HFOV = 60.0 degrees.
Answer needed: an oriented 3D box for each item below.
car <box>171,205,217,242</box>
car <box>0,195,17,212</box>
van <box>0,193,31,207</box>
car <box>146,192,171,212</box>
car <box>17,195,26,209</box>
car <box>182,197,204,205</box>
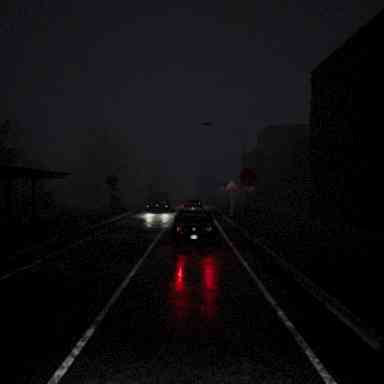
[{"bbox_3d":[0.091,1.525,15.756,1.895,1.301,4.718,0,0,0],"label":"car"},{"bbox_3d":[-21.934,1.341,35.032,5.366,1.575,1.946,0,0,0],"label":"car"},{"bbox_3d":[-22.011,1.099,40.582,4.442,1.987,1.878,0,0,0],"label":"van"},{"bbox_3d":[-3.347,0.970,34.568,2.150,2.045,5.566,0,-1,0],"label":"car"},{"bbox_3d":[-22.154,1.364,37.809,4.792,1.488,2.163,0,0,0],"label":"car"},{"bbox_3d":[0.090,1.234,32.238,2.128,1.511,4.902,0,1,0],"label":"car"}]
